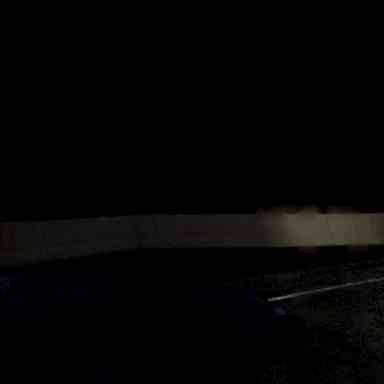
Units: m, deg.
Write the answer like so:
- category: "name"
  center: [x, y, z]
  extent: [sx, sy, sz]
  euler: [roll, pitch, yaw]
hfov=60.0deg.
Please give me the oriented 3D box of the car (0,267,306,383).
- category: "car"
  center: [-1.073, 1.458, 2.938]
  extent: [5.008, 1.535, 1.882]
  euler: [0, 0, -35]
